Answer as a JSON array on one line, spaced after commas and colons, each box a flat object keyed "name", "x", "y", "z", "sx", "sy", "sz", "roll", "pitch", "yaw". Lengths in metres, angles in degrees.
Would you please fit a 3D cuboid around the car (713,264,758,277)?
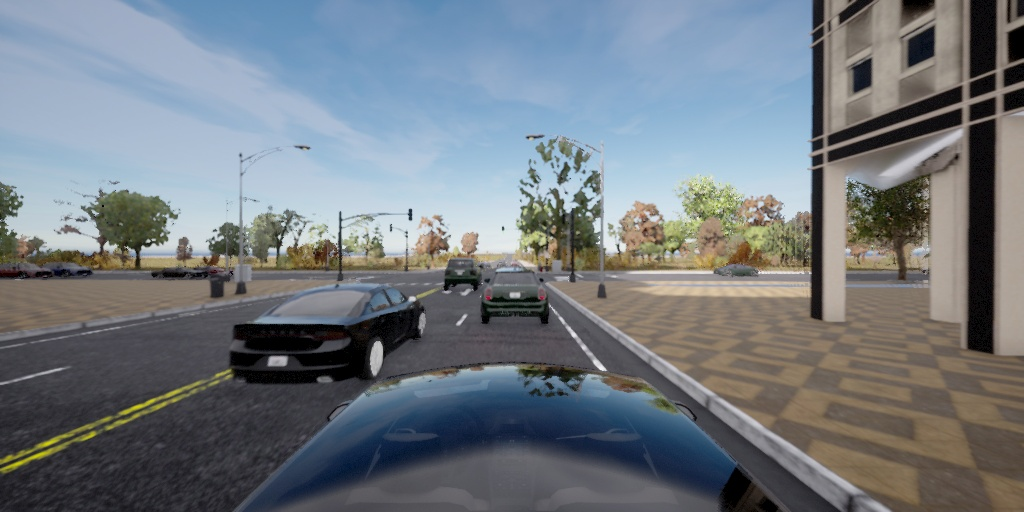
[{"name": "car", "x": 24.686, "y": 1.576, "z": 39.671, "sx": 4.181, "sy": 1.385, "sz": 1.994, "roll": 0, "pitch": 0, "yaw": 3}]

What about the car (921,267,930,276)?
[{"name": "car", "x": 47.139, "y": 1.485, "z": 38.541, "sx": 4.892, "sy": 1.490, "sz": 1.837, "roll": 0, "pitch": 0, "yaw": 3}]

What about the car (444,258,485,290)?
[{"name": "car", "x": -3.251, "y": 1.164, "z": 24.386, "sx": 2.150, "sy": 2.045, "sz": 5.566, "roll": 0, "pitch": 0, "yaw": -2}]

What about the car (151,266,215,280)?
[{"name": "car", "x": -33.236, "y": 1.747, "z": 36.113, "sx": 4.718, "sy": 1.301, "sz": 1.895, "roll": 0, "pitch": 0, "yaw": 3}]

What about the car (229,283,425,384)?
[{"name": "car", "x": -3.154, "y": 1.276, "z": 7.306, "sx": 1.882, "sy": 1.535, "sz": 5.008, "roll": 0, "pitch": 0, "yaw": 0}]

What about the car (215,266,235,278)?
[{"name": "car", "x": -33.046, "y": 1.725, "z": 39.361, "sx": 4.718, "sy": 1.301, "sz": 1.895, "roll": 0, "pitch": 0, "yaw": 3}]

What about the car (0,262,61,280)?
[{"name": "car", "x": -50.177, "y": 1.520, "z": 36.883, "sx": 4.553, "sy": 1.767, "sz": 2.097, "roll": 0, "pitch": 0, "yaw": 3}]

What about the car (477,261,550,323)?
[{"name": "car", "x": 0.092, "y": 1.196, "z": 12.718, "sx": 2.097, "sy": 1.767, "sz": 4.553, "roll": 0, "pitch": 0, "yaw": 0}]

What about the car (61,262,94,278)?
[{"name": "car", "x": -49.899, "y": 1.497, "z": 40.134, "sx": 4.553, "sy": 1.767, "sz": 2.097, "roll": 0, "pitch": 0, "yaw": 3}]
